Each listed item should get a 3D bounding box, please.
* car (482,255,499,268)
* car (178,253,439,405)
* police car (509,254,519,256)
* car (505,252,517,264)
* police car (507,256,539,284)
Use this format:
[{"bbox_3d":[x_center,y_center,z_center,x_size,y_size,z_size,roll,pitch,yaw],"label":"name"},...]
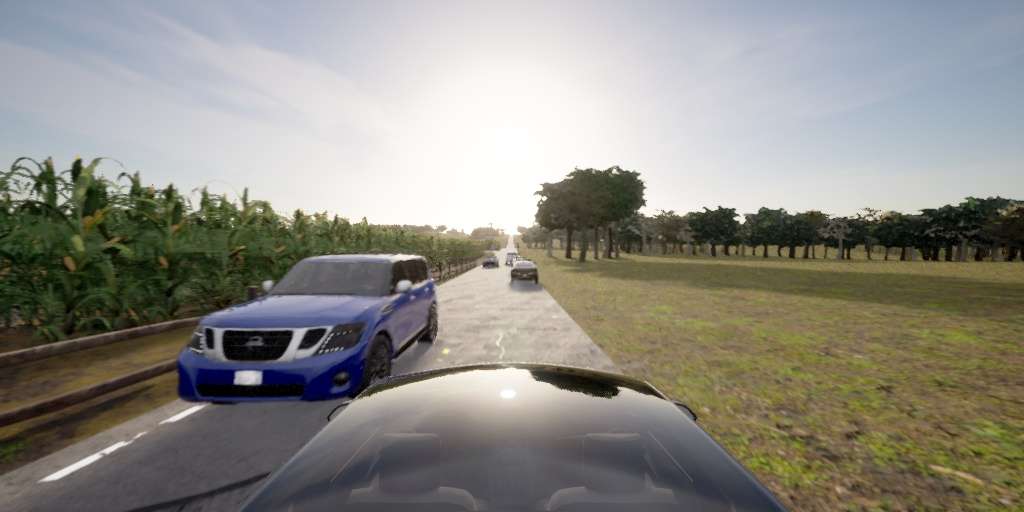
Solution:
[{"bbox_3d":[-2.817,0.631,48.738,2.097,1.767,4.553,0,1,0],"label":"car"},{"bbox_3d":[-2.850,0.959,6.637,2.150,2.045,5.566,0,0,0],"label":"car"},{"bbox_3d":[0.830,0.915,35.649,1.930,1.638,5.238,0,1,0],"label":"police car"},{"bbox_3d":[0.009,0.261,60.036,2.150,2.045,5.566,0,1,0],"label":"car"},{"bbox_3d":[0.828,1.039,25.649,1.930,1.638,5.238,0,1,0],"label":"police car"}]
